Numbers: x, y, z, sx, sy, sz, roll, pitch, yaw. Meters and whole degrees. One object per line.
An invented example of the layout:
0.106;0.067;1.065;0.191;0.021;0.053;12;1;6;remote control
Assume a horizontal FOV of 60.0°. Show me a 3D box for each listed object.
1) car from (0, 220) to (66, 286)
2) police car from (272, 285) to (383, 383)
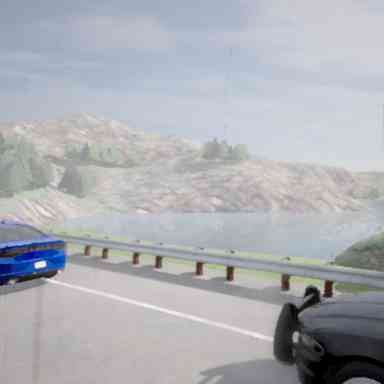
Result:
-5.531;1.511;8.997;5.008;1.535;1.882;0;0;34;car
3.313;1.448;2.757;5.238;1.638;1.930;0;0;37;police car
